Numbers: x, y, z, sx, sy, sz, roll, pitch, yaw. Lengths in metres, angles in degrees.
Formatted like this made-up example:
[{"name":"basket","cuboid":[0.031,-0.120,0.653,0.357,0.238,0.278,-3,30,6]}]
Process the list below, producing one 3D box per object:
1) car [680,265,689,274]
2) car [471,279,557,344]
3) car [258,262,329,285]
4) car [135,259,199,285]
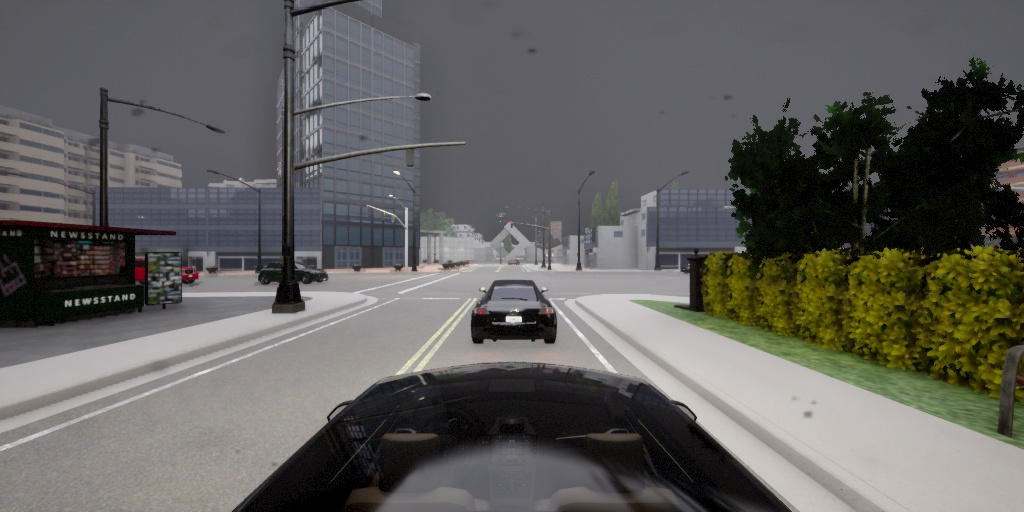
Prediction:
[{"name":"car","cuboid":[20.347,1.266,38.369,4.181,1.385,1.994,0,0,-2]},{"name":"car","cuboid":[0.045,1.314,9.637,1.994,1.385,4.181,0,0,0]},{"name":"car","cuboid":[-16.494,1.210,27.224,4.553,1.767,2.097,-1,0,-1]},{"name":"car","cuboid":[-27.078,1.204,27.098,5.566,2.045,2.150,-1,0,0]}]
